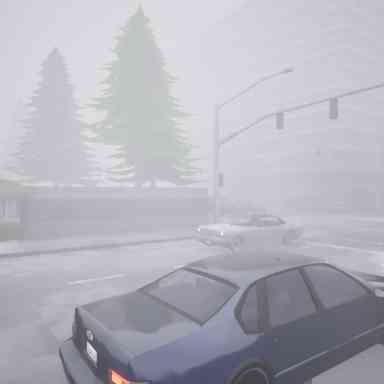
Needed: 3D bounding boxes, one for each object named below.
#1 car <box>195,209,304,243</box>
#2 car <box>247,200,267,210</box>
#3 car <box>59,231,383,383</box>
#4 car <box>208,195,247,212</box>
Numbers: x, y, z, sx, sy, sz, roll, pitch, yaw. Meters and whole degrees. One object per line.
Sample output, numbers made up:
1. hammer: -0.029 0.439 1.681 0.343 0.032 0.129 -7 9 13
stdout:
1. car: 2.471 1.600 13.942 4.718 1.301 1.895 0 0 -34
2. car: 5.318 1.560 32.941 1.837 1.490 4.892 0 0 -35
3. car: 1.110 1.547 4.573 5.357 1.411 2.033 0 0 -35
4. car: 2.192 1.277 31.304 2.150 2.045 5.566 0 0 -35
